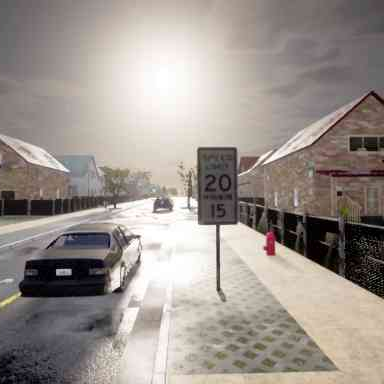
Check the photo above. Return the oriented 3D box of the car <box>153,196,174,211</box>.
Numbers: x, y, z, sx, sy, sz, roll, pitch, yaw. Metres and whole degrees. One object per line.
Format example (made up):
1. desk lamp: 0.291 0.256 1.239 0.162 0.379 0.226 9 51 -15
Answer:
1. car: -3.372 1.277 39.193 2.097 1.767 4.553 0 0 -1

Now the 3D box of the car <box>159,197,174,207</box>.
1. car: -3.736 1.492 49.442 1.994 1.385 4.181 0 0 -2

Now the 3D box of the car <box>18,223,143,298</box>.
1. car: -2.464 1.530 8.693 2.033 1.411 5.357 0 0 -2
